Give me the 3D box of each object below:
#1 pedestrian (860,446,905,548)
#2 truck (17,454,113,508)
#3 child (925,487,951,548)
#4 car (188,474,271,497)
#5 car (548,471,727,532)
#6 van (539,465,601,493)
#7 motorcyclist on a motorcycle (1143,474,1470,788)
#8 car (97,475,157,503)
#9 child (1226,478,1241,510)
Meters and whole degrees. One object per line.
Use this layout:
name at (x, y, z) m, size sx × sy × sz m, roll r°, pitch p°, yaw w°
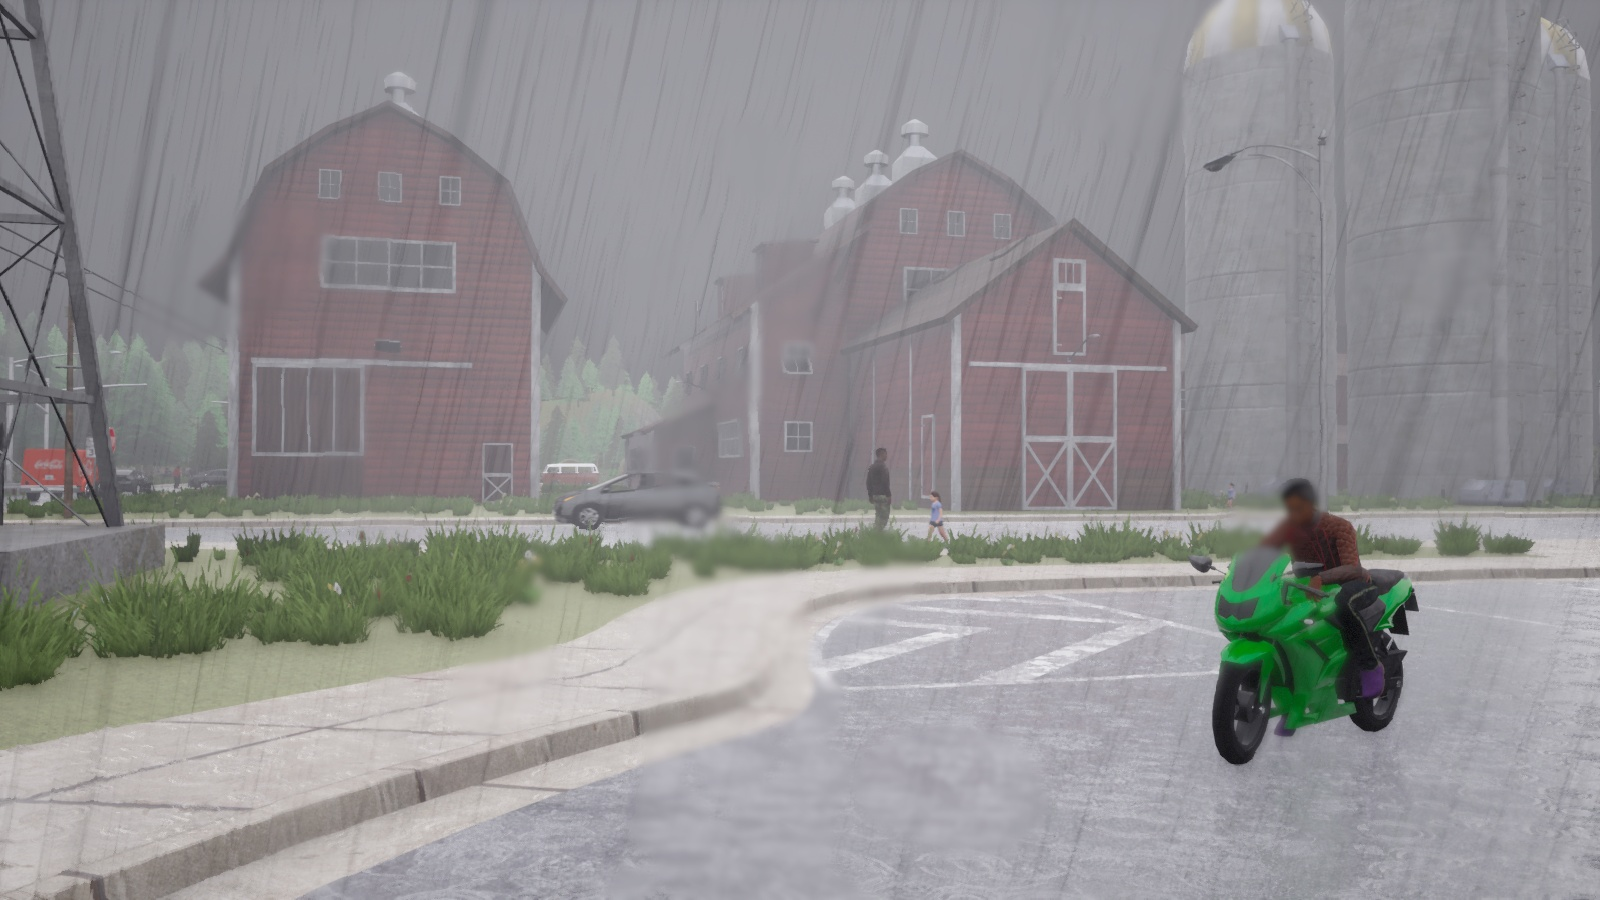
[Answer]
pedestrian at (1.516, 0.850, 23.072) m, size 0.703 × 1.840 × 0.431 m, roll 0°, pitch -1°, yaw -28°
truck at (-35.317, 1.483, 60.529) m, size 2.627 × 2.467 × 5.204 m, roll 0°, pitch -1°, yaw -14°
child at (2.515, 1.223, 22.860) m, size 0.394 × 1.110 × 0.255 m, roll 0°, pitch -1°, yaw -29°
car at (-38.900, 2.389, 85.722) m, size 4.892 × 1.490 × 1.837 m, roll 0°, pitch -1°, yaw -15°
car at (-4.363, 1.340, 33.479) m, size 4.514 × 1.525 × 2.007 m, roll 0°, pitch -1°, yaw -15°
van at (-17.421, 2.174, 95.091) m, size 4.480 × 2.038 × 2.069 m, roll 0°, pitch -1°, yaw -15°
motorcyclist on a motorcycle at (2.901, 0.904, 7.094) m, size 2.044 × 1.523 × 0.797 m, roll 1°, pitch -1°, yaw -39°
car at (-37.836, 2.155, 70.686) m, size 1.837 × 1.490 × 4.892 m, roll 0°, pitch -1°, yaw -14°
child at (15.153, 1.524, 43.893) m, size 0.394 × 1.110 × 0.255 m, roll 0°, pitch -1°, yaw -16°
